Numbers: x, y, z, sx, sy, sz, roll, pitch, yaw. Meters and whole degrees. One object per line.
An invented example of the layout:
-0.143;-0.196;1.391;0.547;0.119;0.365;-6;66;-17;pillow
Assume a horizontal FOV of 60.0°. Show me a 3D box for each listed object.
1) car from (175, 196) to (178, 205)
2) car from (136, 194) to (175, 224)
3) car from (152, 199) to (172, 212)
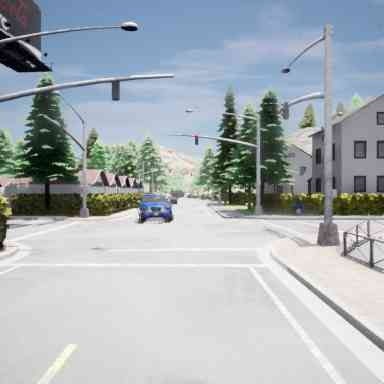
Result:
-3.519;1.488;59.404;1.882;1.535;5.008;0;0;0;car
-2.893;1.165;24.660;2.150;2.045;5.566;-1;-1;-11;car
-3.607;1.562;40.365;1.994;1.385;4.181;0;0;0;car
